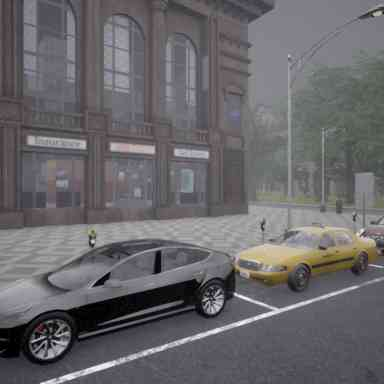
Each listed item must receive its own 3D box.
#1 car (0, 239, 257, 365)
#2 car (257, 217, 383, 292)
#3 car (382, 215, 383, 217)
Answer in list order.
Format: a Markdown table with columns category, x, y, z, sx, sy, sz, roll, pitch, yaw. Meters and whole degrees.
| category | x | y | z | sx | sy | sz | roll | pitch | yaw |
| --- | --- | --- | --- | --- | --- | --- | --- | --- | --- |
| car | -1.136 | 1.566 | 5.841 | 4.313 | 1.339 | 1.947 | 0 | 0 | -36 |
| car | 3.150 | 1.526 | 8.903 | 4.829 | 1.417 | 1.752 | 0 | 0 | -36 |
| car | 7.712 | 1.441 | 12.163 | 4.097 | 1.590 | 1.967 | 0 | 0 | -36 |
